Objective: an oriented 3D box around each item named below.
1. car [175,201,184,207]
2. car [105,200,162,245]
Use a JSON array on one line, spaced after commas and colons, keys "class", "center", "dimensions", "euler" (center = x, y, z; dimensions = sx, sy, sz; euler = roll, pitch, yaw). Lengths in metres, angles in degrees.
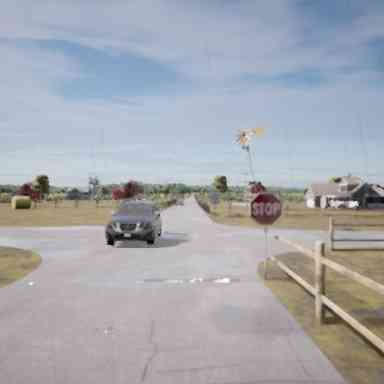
[{"class": "car", "center": [-2.908, 2.713, 78.407], "dimensions": [1.994, 1.385, 4.181], "euler": [0, -1, 0]}, {"class": "car", "center": [-2.776, 1.491, 17.028], "dimensions": [2.150, 2.045, 5.566], "euler": [0, 0, 0]}]
